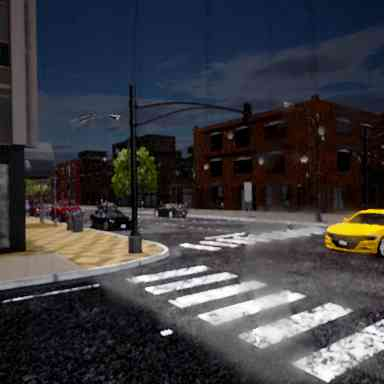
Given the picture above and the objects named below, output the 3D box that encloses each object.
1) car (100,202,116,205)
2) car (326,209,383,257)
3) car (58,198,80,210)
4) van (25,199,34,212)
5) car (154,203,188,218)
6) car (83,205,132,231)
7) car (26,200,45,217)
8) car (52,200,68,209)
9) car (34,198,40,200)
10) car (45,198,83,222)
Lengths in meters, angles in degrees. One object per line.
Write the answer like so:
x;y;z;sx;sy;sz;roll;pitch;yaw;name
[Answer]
-11.680;2.043;45.504;2.008;1.369;4.403;-2;1;-37;car
7.093;1.412;12.591;5.008;1.535;1.882;-1;0;-35;car
-22.044;2.080;59.407;2.192;1.841;5.009;-2;1;-37;car
-25.468;2.167;49.972;1.690;1.788;3.998;-2;0;-37;van
-2.118;1.790;32.843;2.008;1.369;4.403;-2;1;-37;car
-5.750;1.870;23.252;1.947;1.339;4.313;-2;0;-37;car
-18.435;2.080;40.500;1.967;1.590;4.097;-2;0;-37;car
-25.440;2.380;63.985;1.752;1.417;4.829;-2;1;-37;car
-38.555;2.515;81.610;2.192;1.841;5.009;-2;1;-37;car
-11.907;1.782;31.564;2.192;1.841;5.009;-2;0;-37;car
